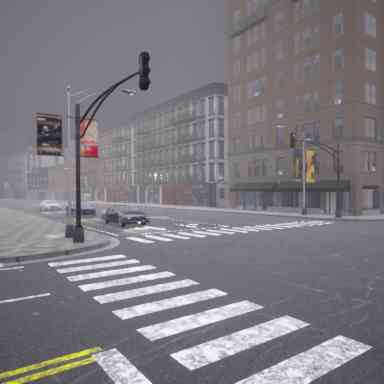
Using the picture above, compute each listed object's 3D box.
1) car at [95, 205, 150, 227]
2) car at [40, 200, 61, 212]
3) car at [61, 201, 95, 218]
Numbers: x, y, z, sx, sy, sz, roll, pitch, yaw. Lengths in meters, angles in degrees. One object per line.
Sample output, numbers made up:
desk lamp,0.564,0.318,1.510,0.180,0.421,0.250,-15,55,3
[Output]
car,-5.014,1.653,24.260,2.033,1.411,5.357,-1,0,-35
car,-18.193,1.723,42.677,1.812,1.442,4.674,-1,0,-37
car,-11.053,1.624,32.813,1.882,1.535,5.008,-1,0,-35
